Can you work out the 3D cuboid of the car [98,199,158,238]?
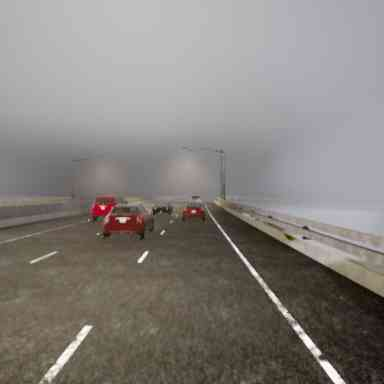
[{"bbox_3d":[-3.334,1.430,18.224,2.097,1.767,4.553,0,0,0],"label":"car"}]

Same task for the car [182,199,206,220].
[{"bbox_3d":[0.187,1.641,29.321,2.163,1.488,4.792,0,0,1],"label":"car"}]

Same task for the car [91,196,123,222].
[{"bbox_3d":[-6.755,1.343,28.025,2.150,2.045,5.566,0,0,1],"label":"car"}]

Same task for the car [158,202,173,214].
[{"bbox_3d":[-3.154,1.761,36.578,1.895,1.301,4.718,0,0,1],"label":"car"}]

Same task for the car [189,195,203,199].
[{"bbox_3d":[0.626,1.506,57.108,2.150,2.045,5.566,0,-1,1],"label":"car"}]
